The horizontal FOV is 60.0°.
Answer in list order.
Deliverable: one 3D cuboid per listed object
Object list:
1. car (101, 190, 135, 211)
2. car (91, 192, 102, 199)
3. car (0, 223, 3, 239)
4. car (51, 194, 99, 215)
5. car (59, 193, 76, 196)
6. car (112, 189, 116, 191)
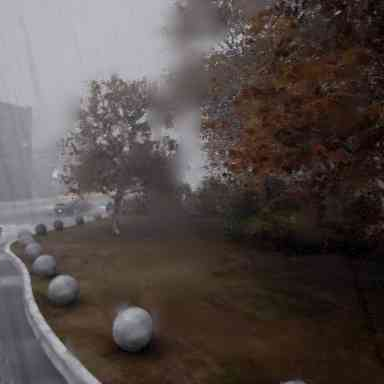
[{"bbox_3d":[-7.362,1.037,35.889,2.097,1.767,4.553,0,3,15],"label":"car"},{"bbox_3d":[-16.636,0.445,54.934,1.946,1.575,5.366,0,3,21],"label":"car"},{"bbox_3d":[-10.180,1.640,15.174,1.882,1.535,5.008,0,0,-18],"label":"car"},{"bbox_3d":[-11.547,1.373,32.809,1.837,1.490,4.892,0,2,13],"label":"car"},{"bbox_3d":[-18.622,0.700,49.787,1.946,1.575,5.366,0,3,21],"label":"car"},{"bbox_3d":[-14.659,0.192,60.087,1.946,1.575,5.366,0,3,21],"label":"car"}]
